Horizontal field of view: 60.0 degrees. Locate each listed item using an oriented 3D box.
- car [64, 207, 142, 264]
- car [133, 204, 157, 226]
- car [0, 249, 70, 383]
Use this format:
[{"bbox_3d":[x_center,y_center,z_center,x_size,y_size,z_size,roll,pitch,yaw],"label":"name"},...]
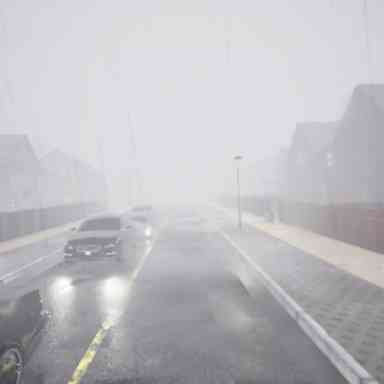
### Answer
[{"bbox_3d":[-3.160,1.559,12.250,1.837,1.490,4.892,-2,0,-2],"label":"car"},{"bbox_3d":[-3.501,1.592,23.788,2.033,1.411,5.357,-2,0,-2],"label":"car"},{"bbox_3d":[-2.834,1.621,2.196,2.033,1.411,5.357,-2,0,0],"label":"car"}]
